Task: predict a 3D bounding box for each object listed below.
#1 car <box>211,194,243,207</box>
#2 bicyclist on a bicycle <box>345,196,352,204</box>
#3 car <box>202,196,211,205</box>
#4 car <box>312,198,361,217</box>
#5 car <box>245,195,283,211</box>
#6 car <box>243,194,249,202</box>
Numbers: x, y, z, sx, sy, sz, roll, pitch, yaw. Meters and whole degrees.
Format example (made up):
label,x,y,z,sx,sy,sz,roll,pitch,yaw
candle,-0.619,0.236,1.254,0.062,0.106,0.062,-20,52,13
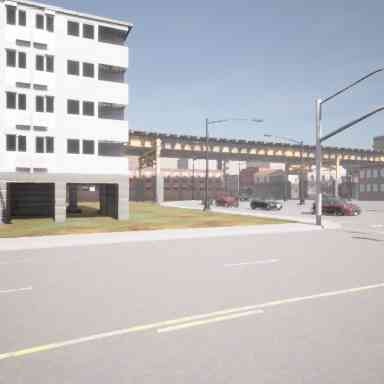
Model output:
label,x,y,z,sx,sy,sz,roll,pitch,yaw
car,5.219,1.478,50.086,1.882,1.535,5.008,0,0,-22
bicyclist on a bicycle,20.303,1.303,43.336,1.656,1.620,0.582,0,0,-25
car,2.746,1.505,59.893,1.837,1.490,4.892,0,0,-1
car,13.671,1.351,31.668,2.097,1.767,4.553,0,0,-25
car,9.153,1.492,41.276,2.128,1.511,4.902,0,0,-25
car,11.447,1.525,75.426,2.128,1.511,4.902,0,0,41
